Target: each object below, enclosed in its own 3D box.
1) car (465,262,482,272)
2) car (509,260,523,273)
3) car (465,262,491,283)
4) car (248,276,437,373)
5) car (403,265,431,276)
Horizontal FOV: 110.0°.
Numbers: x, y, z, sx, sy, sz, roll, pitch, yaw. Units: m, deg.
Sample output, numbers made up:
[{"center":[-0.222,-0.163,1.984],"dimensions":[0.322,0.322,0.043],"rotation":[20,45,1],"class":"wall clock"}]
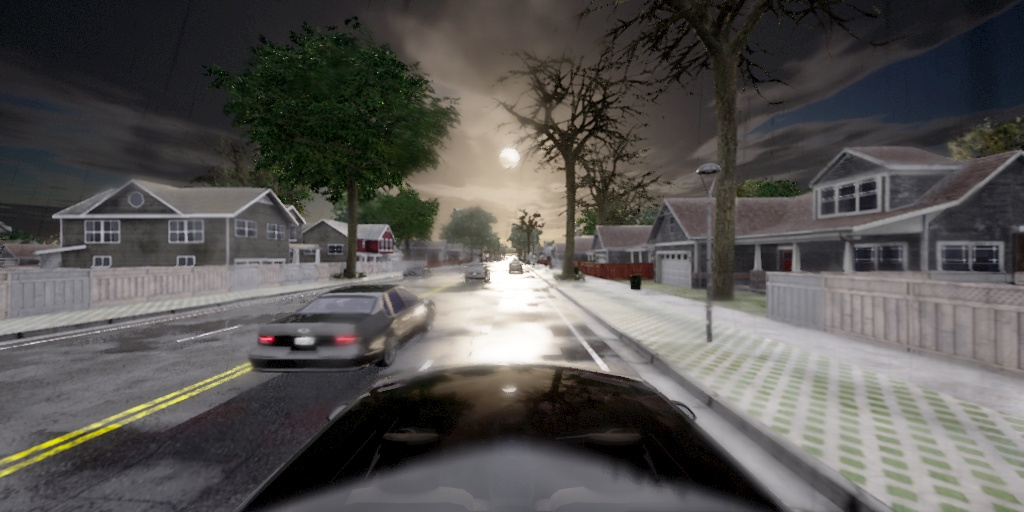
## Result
[{"center":[-6.081,1.694,57.200],"dimensions":[2.033,1.411,5.357],"rotation":[0,0,1],"class":"car"},{"center":[0.510,1.571,49.307],"dimensions":[2.128,1.511,4.902],"rotation":[0,0,0],"class":"car"},{"center":[-2.896,1.501,30.877],"dimensions":[2.033,1.411,5.357],"rotation":[0,0,0],"class":"car"},{"center":[-3.088,1.343,7.892],"dimensions":[2.033,1.411,5.357],"rotation":[0,0,0],"class":"car"},{"center":[-9.549,1.568,36.367],"dimensions":[1.994,1.385,4.181],"rotation":[0,0,1],"class":"car"}]
